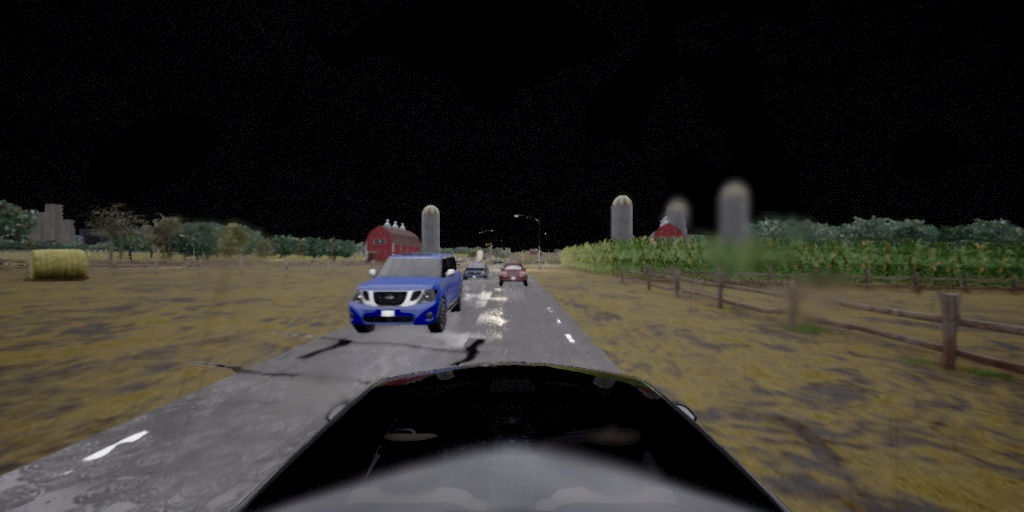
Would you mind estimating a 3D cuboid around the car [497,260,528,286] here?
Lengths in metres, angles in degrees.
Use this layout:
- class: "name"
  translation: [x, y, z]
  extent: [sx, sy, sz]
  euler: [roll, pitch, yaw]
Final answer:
- class: "car"
  translation: [0.089, 1.181, 24.408]
  extent: [1.812, 1.442, 4.674]
  euler: [0, 0, 0]

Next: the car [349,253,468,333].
- class: "car"
  translation: [-2.834, 0.919, 10.935]
  extent: [2.150, 2.045, 5.566]
  euler: [0, 1, 0]

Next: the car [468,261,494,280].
- class: "car"
  translation: [-2.846, 1.198, 29.880]
  extent: [2.033, 1.411, 5.357]
  euler: [0, 0, 0]
